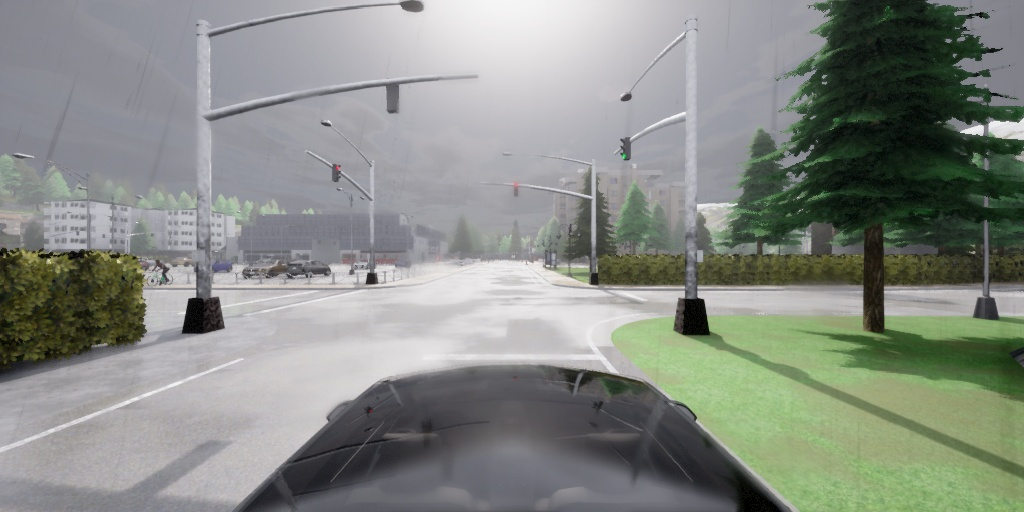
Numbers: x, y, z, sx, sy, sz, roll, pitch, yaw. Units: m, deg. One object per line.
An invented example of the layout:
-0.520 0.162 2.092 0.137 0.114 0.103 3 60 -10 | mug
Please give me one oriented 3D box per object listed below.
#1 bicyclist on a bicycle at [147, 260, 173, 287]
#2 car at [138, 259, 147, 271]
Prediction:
-21.759 1.051 22.176 0.582 1.620 1.656 0 0 1 | bicyclist on a bicycle
-18.339 1.102 14.628 4.553 1.767 2.097 0 0 1 | car
